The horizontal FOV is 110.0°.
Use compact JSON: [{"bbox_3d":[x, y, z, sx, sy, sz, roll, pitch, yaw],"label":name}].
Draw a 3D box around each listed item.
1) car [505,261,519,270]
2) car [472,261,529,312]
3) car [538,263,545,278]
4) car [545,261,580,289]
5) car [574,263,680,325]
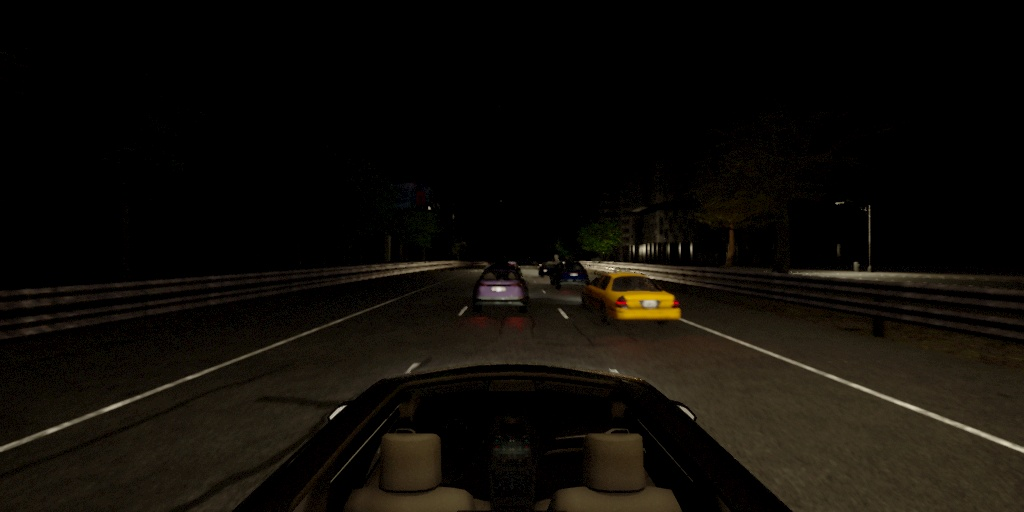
[{"bbox_3d":[0.026,1.559,59.349,2.033,1.411,5.357,0,-1,2],"label":"car"},{"bbox_3d":[-0.337,1.146,14.054,2.033,1.649,4.856,0,0,2],"label":"car"},{"bbox_3d":[3.497,1.312,33.485,1.895,1.301,4.718,0,0,0],"label":"car"},{"bbox_3d":[3.491,1.127,22.455,2.033,1.649,4.856,0,0,0],"label":"car"},{"bbox_3d":[3.494,1.178,11.648,1.801,1.575,5.366,0,0,0],"label":"car"}]
